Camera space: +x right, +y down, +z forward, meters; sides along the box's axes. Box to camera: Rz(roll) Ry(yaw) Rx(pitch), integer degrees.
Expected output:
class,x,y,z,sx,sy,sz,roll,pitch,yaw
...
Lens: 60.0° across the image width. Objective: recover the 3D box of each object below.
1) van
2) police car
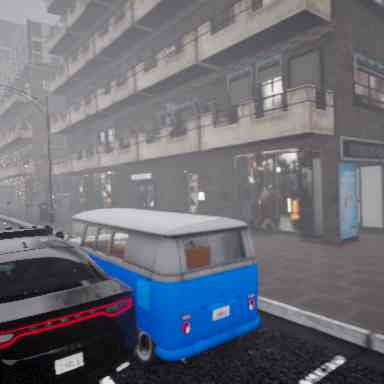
class,x,y,z,sx,sy,sz,roll,pitch,yaw
van,-0.807,1.212,5.445,1.690,1.788,3.998,-2,1,-39
police car,-2.741,1.358,5.067,1.930,1.638,5.238,-3,2,-39
